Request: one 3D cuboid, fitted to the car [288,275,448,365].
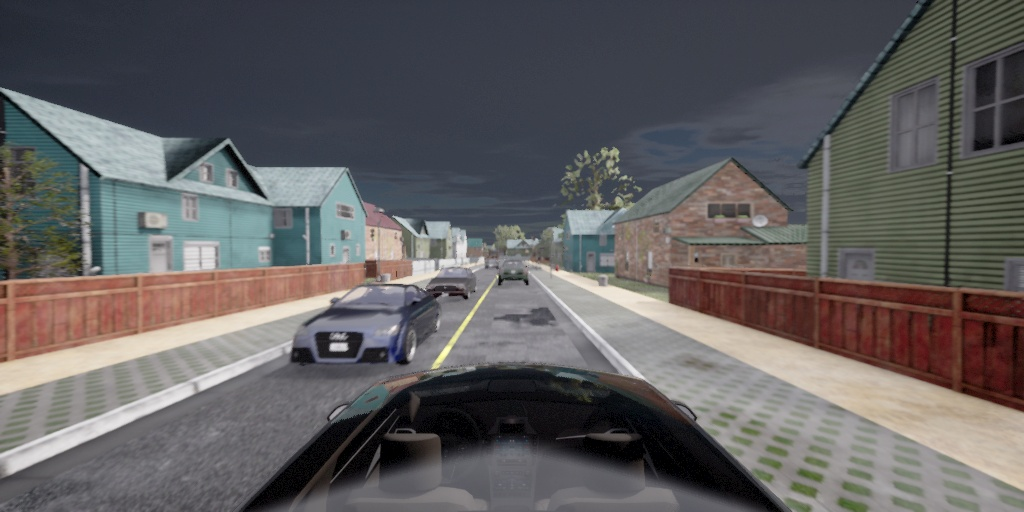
[{"bbox_3d":[-2.840,1.301,7.872,1.994,1.385,4.181,0,0,0],"label":"car"}]

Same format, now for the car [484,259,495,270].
[{"bbox_3d":[-2.832,1.134,50.744,2.128,1.511,4.902,0,0,0],"label":"car"}]

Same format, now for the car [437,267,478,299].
[{"bbox_3d":[-2.810,1.262,17.930,2.033,1.411,5.357,0,0,1],"label":"car"}]

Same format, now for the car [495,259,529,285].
[{"bbox_3d":[0.092,1.047,25.809,2.097,1.767,4.553,0,0,0],"label":"car"}]
